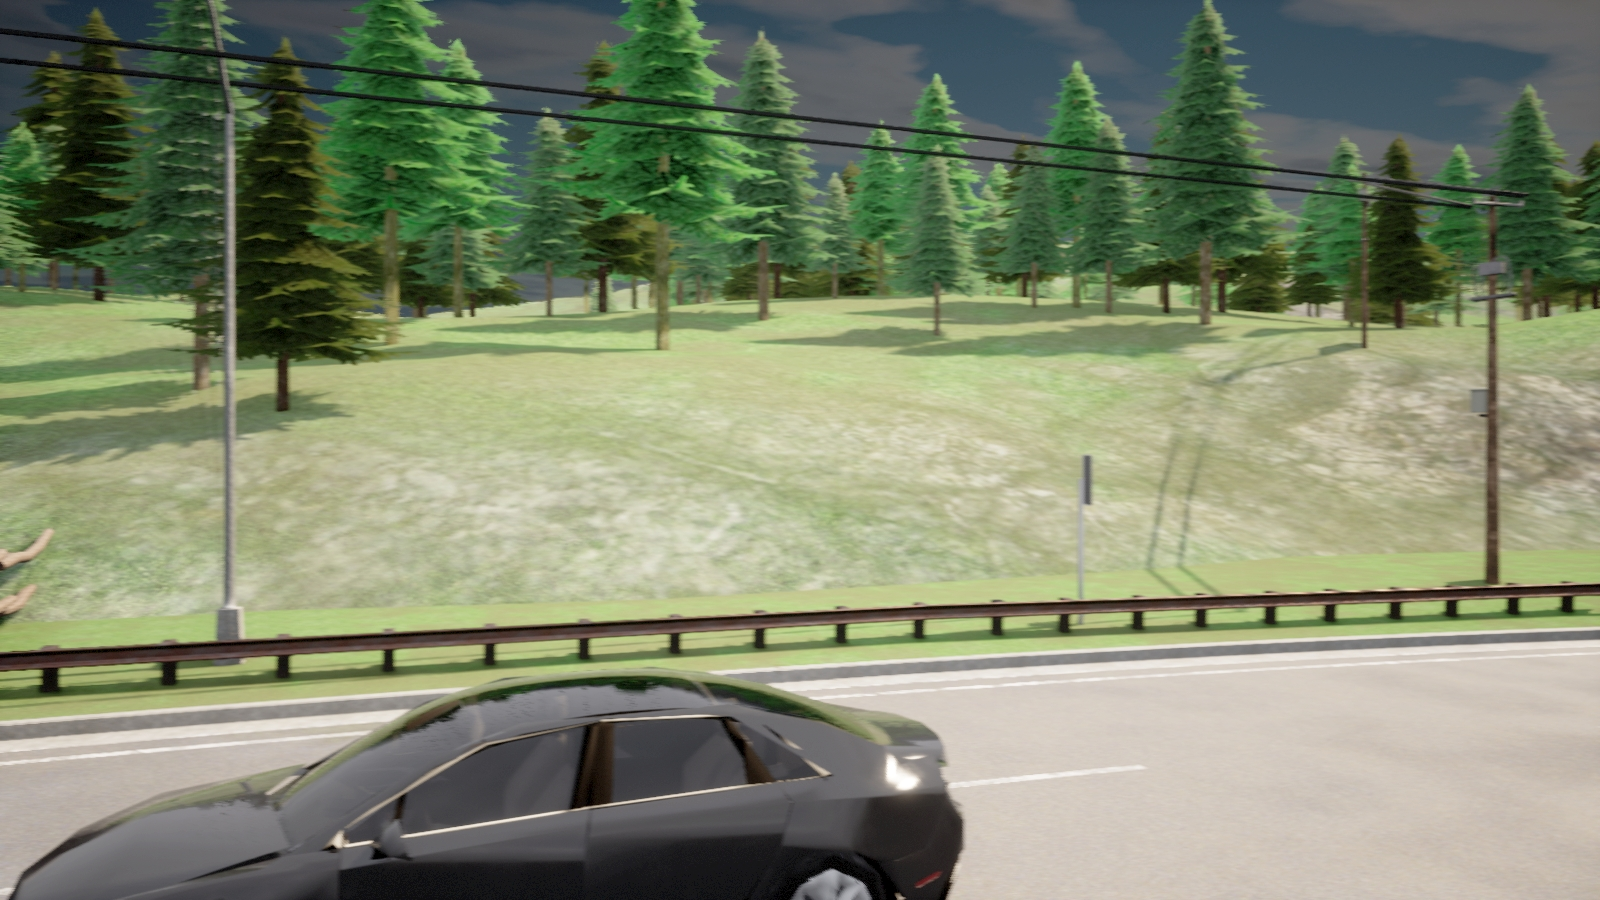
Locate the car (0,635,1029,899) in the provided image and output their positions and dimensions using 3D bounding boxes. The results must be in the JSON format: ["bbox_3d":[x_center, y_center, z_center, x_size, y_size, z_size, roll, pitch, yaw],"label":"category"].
[{"bbox_3d":[-1.468,2.054,6.258,4.892,1.480,2.231,0,0,-20],"label":"car"}]
